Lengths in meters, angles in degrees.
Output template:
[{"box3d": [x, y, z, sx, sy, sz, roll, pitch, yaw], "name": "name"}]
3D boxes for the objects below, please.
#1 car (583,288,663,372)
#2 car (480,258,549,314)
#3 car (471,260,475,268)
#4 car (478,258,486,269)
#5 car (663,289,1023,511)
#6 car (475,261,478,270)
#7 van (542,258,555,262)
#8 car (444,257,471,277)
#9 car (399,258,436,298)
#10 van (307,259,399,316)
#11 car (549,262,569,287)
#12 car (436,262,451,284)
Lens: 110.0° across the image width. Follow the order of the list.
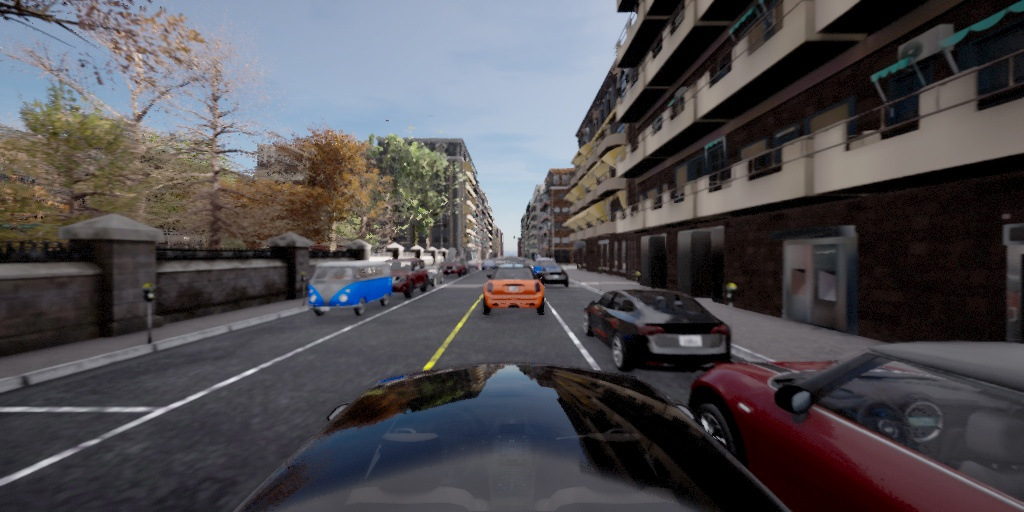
[{"box3d": [2.691, 1.311, 7.477, 1.948, 1.339, 4.313, 0, 0, 0], "name": "car"}, {"box3d": [0.073, 1.091, 13.837, 2.097, 1.767, 4.553, 0, 0, 0], "name": "car"}, {"box3d": [-5.681, 1.288, 40.690, 1.948, 1.339, 4.313, 0, 0, 0], "name": "car"}, {"box3d": [-3.065, 1.244, 48.063, 1.812, 1.442, 4.674, 0, 0, 0], "name": "car"}, {"box3d": [2.690, 1.189, 1.942, 1.967, 1.591, 4.097, 0, 0, 0], "name": "car"}, {"box3d": [-5.678, 1.299, 51.760, 1.802, 1.307, 4.207, 0, 0, 0], "name": "car"}, {"box3d": [2.697, 1.069, 29.618, 1.690, 1.789, 3.998, 0, 0, 0], "name": "van"}, {"box3d": [-5.682, 1.040, 35.155, 2.192, 1.841, 5.009, 0, 0, 0], "name": "car"}, {"box3d": [-5.687, 1.052, 18.549, 2.192, 1.841, 5.009, 0, 0, 0], "name": "car"}, {"box3d": [-5.688, 1.082, 13.013, 1.690, 1.789, 3.998, 0, 0, 0], "name": "van"}, {"box3d": [2.696, 1.298, 24.083, 1.948, 1.339, 4.313, 0, 0, 0], "name": "car"}, {"box3d": [-5.685, 1.283, 24.084, 2.007, 1.370, 4.403, 0, 0, 0], "name": "car"}]
